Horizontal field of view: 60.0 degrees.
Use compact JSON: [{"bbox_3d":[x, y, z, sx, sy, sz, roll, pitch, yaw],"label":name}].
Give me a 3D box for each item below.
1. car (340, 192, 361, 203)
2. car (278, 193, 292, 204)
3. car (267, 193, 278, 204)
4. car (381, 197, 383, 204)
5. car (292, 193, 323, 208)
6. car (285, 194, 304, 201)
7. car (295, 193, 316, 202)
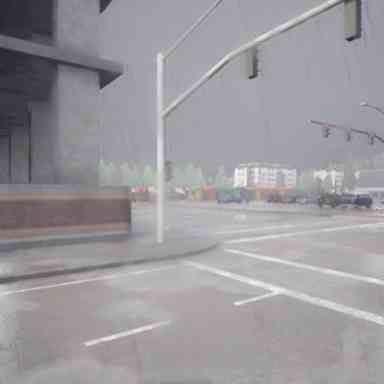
[{"bbox_3d":[38.326,1.022,80.428,3.866,1.878,1.905,0,0,-35],"label":"car"},{"bbox_3d":[16.547,1.286,54.892,3.905,1.438,1.784,0,0,-35],"label":"car"},{"bbox_3d":[14.955,1.076,57.053,4.605,1.855,1.932,0,0,-35],"label":"car"},{"bbox_3d":[33.878,1.292,56.549,3.806,1.475,1.970,0,0,-35],"label":"car"},{"bbox_3d":[18.220,1.318,52.529,3.806,1.475,1.970,0,0,-35],"label":"car"},{"bbox_3d":[22.418,1.260,72.688,3.905,1.438,1.784,0,0,-35],"label":"car"},{"bbox_3d":[24.040,1.050,70.287,4.605,1.855,1.932,0,0,-35],"label":"car"}]
